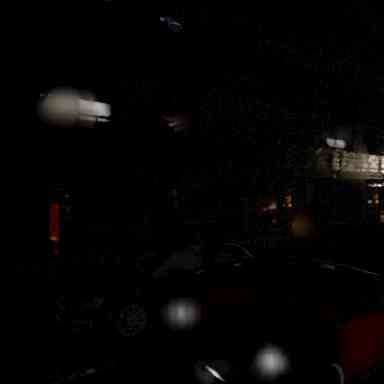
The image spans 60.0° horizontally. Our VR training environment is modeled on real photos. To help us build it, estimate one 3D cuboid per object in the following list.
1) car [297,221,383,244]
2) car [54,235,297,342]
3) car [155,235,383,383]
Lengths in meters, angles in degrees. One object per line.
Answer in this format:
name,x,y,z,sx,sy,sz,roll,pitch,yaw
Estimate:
car,4.226,1.555,9.578,4.507,1.381,1.887,0,0,-35
car,-0.273,1.555,6.370,4.403,1.369,2.008,0,0,-35
car,2.038,1.606,4.809,4.718,1.301,1.895,0,0,-35
